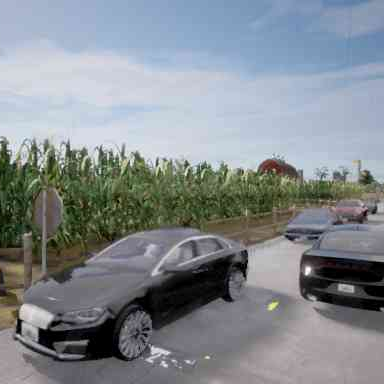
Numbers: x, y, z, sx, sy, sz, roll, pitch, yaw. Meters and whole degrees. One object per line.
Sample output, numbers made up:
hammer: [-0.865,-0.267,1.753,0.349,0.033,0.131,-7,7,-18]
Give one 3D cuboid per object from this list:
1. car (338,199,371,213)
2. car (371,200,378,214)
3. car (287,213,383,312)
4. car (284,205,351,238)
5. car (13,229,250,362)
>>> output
car: [11.950,1.369,25.190,2.097,1.767,4.553,0,0,33]
car: [17.923,1.514,34.282,2.128,1.511,4.902,0,0,34]
car: [3.962,1.480,7.710,1.882,1.535,5.008,0,0,33]
car: [6.151,1.562,16.295,2.033,1.411,5.357,0,0,33]
car: [-0.622,1.504,6.192,2.128,1.511,4.902,0,0,36]
